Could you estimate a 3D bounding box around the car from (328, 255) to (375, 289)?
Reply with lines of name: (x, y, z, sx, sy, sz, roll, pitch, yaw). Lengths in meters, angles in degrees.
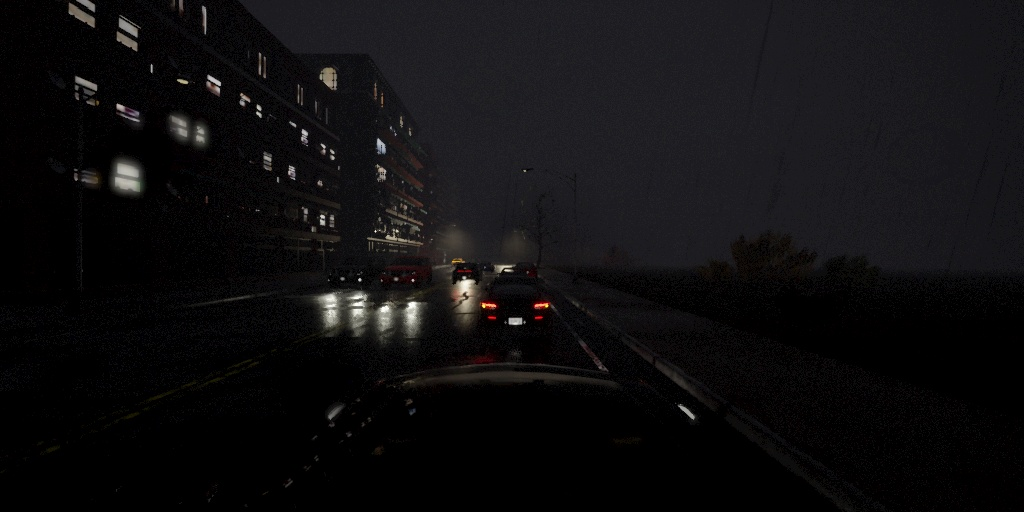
car: (-9.904, 0.974, 23.700, 2.150, 2.045, 5.566, 0, 0, 0)

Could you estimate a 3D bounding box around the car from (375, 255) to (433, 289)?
car: (-6.650, 0.974, 23.322, 2.150, 2.045, 5.566, 0, 0, 0)

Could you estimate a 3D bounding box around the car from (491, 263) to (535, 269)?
car: (0.057, 1.317, 20.407, 1.994, 1.385, 4.181, 0, 0, 0)

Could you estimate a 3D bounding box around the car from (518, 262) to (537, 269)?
car: (1.071, 1.231, 29.935, 1.882, 1.535, 5.008, 0, 0, 0)

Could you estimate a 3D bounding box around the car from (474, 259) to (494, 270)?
car: (-3.251, 1.317, 44.451, 1.994, 1.385, 4.181, 0, 0, 0)

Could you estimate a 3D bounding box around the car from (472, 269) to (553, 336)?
car: (0.072, 1.277, 10.239, 1.812, 1.442, 4.674, 0, 0, 0)

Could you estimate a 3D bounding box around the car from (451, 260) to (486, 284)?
car: (-3.209, 1.254, 26.530, 1.837, 1.490, 4.892, 0, -1, 0)
